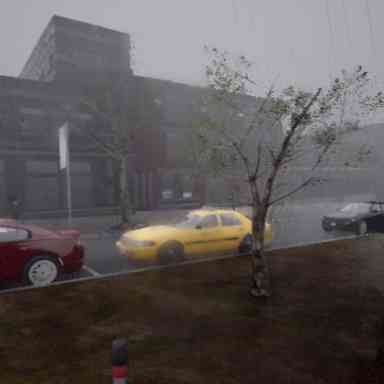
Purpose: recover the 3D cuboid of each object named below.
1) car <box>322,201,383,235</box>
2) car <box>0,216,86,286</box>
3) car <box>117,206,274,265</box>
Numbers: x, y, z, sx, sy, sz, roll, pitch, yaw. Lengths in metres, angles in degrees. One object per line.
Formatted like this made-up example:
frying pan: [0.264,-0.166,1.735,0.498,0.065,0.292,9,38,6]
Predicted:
car: [8.646,1.214,16.797,5.008,1.535,2.097,0,0,-33]
car: [-4.897,1.320,7.139,5.008,1.535,2.097,0,0,-33]
car: [0.294,1.268,10.851,5.366,1.575,1.946,0,0,-33]
